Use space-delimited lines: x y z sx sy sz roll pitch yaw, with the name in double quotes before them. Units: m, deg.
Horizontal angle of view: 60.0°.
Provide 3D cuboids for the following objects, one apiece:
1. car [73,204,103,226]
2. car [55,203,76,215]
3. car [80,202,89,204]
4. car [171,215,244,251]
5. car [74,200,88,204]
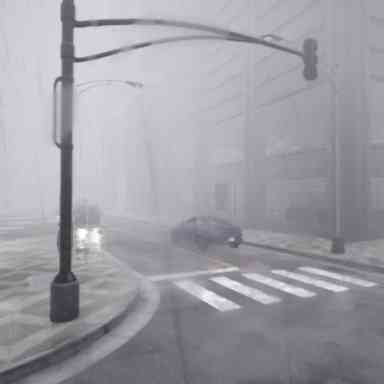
"car" -9.047 2.032 28.194 2.128 1.511 4.902 1 -1 -26
"car" -17.728 2.488 45.887 1.994 1.385 4.181 1 -1 -26
"car" -12.670 2.393 42.552 2.033 1.411 5.357 1 -1 -26
"car" 0.613 1.815 15.706 1.812 1.442 4.674 1 -1 -26
"car" -17.282 2.258 51.741 2.150 2.045 5.566 1 -1 -26
